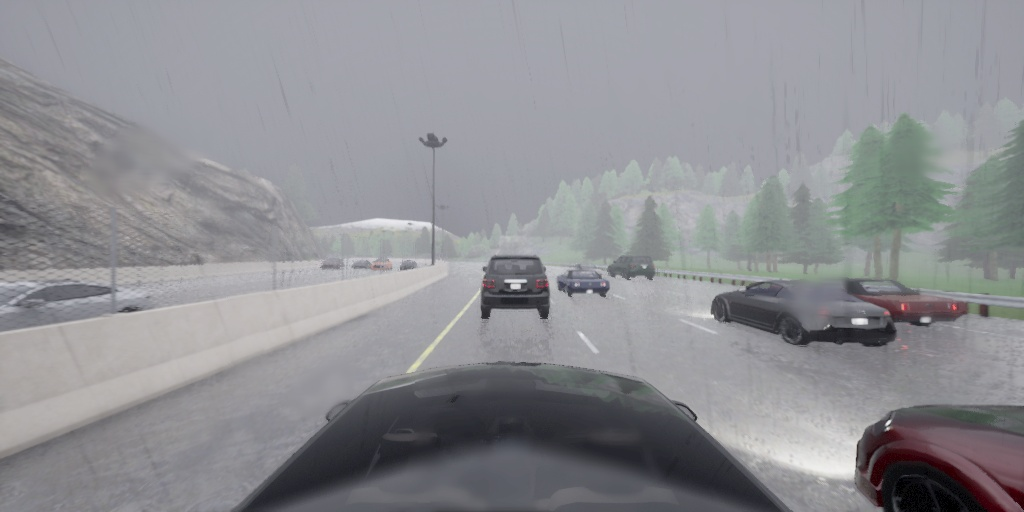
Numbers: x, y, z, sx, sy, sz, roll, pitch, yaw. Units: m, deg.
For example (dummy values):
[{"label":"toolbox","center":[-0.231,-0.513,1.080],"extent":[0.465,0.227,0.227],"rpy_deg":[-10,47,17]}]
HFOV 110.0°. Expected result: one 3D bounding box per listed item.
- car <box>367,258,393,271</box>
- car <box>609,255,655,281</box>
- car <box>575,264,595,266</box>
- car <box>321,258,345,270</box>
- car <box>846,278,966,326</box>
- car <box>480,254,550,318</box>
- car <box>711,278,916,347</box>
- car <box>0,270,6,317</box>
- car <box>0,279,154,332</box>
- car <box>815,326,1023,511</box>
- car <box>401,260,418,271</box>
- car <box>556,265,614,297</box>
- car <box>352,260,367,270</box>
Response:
[{"label":"car","center":[-17.083,1.044,47.119],"extent":[2.097,1.767,4.553],"rpy_deg":[0,0,-10]},{"label":"car","center":[9.914,0.939,30.049],"extent":[2.150,2.045,5.566],"rpy_deg":[0,0,-4]},{"label":"car","center":[6.291,1.316,31.508],"extent":[1.895,1.301,4.718],"rpy_deg":[0,0,-5]},{"label":"car","center":[-24.656,1.041,49.552],"extent":[2.097,1.767,4.553],"rpy_deg":[0,0,-11]},{"label":"car","center":[10.595,1.341,11.402],"extent":[1.895,1.301,4.718],"rpy_deg":[0,0,0]},{"label":"car","center":[0.084,0.958,12.975],"extent":[2.150,2.045,5.566],"rpy_deg":[0,0,0]},{"label":"car","center":[7.100,1.306,9.330],"extent":[1.994,1.385,4.181],"rpy_deg":[0,0,0]},{"label":"car","center":[-17.623,1.229,9.292],"extent":[2.128,1.511,4.902],"rpy_deg":[0,0,0]},{"label":"car","center":[-10.604,1.266,7.795],"extent":[1.812,1.442,4.674],"rpy_deg":[0,0,0]},{"label":"car","center":[3.600,1.316,0.965],"extent":[1.994,1.385,4.181],"rpy_deg":[0,0,0]},{"label":"car","center":[-13.652,1.239,47.992],"extent":[2.033,1.411,5.357],"rpy_deg":[0,0,-10]},{"label":"car","center":[3.492,1.331,18.588],"extent":[1.895,1.301,4.718],"rpy_deg":[0,0,-1]},{"label":"car","center":[-21.477,1.233,51.720],"extent":[2.033,1.411,5.357],"rpy_deg":[0,0,-11]}]
